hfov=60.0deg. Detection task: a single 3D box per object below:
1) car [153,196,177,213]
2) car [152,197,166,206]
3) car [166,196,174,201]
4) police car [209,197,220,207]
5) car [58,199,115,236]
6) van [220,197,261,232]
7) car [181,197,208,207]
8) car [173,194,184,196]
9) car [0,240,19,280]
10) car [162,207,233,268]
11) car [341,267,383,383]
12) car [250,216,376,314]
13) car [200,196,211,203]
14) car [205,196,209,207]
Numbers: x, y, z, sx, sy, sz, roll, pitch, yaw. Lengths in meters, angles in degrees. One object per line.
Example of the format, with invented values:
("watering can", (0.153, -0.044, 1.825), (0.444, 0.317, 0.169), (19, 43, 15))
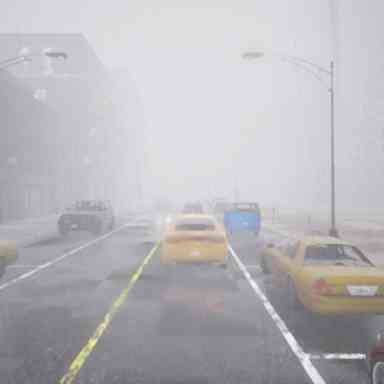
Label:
("car", (-3.077, 1.514, 37.514), (2.128, 1.511, 4.902), (0, 0, 0))
("car", (-5.649, 1.583, 57.558), (1.887, 1.381, 4.507), (1, 0, 0))
("car", (-5.634, 1.643, 85.407), (1.802, 1.307, 4.206), (1, 0, 0))
("police car", (3.152, 1.446, 34.732), (1.930, 1.638, 5.238), (0, 0, 0))
("car", (-5.666, 1.325, 18.570), (2.192, 1.841, 5.009), (1, 0, 0))
("van", (2.714, 1.351, 18.565), (1.690, 1.788, 3.998), (1, 0, 0))
("car", (0.111, 1.510, 32.122), (2.128, 1.511, 4.902), (0, 0, 0))
("car", (-2.959, 1.148, 78.519), (1.882, 1.535, 5.008), (0, 0, 0))
("car", (-5.675, 1.529, 7.261), (1.752, 1.417, 4.829), (1, 0, 0))
("car", (0.096, 1.483, 11.318), (1.882, 1.535, 5.008), (0, 0, 0))
("car", (2.702, 1.583, 1.855), (1.802, 1.307, 4.206), (1, 0, 0))
("car", (2.706, 1.529, 7.594), (1.752, 1.417, 4.829), (1, 0, 0))
("car", (2.737, 1.598, 68.692), (2.008, 1.369, 4.403), (1, 0, 0))
("car", (3.134, 1.379, 41.593), (2.097, 1.767, 4.553), (0, 0, 0))
